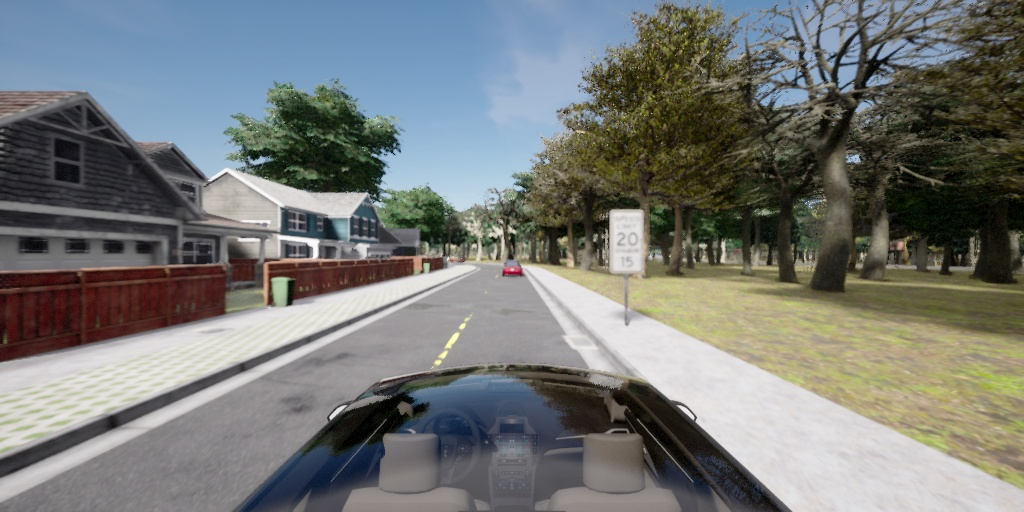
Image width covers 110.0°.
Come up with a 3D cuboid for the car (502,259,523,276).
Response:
[{"bbox_3d":[0.037,1.182,34.508,1.994,1.385,4.181,0,0,1],"label":"car"}]
